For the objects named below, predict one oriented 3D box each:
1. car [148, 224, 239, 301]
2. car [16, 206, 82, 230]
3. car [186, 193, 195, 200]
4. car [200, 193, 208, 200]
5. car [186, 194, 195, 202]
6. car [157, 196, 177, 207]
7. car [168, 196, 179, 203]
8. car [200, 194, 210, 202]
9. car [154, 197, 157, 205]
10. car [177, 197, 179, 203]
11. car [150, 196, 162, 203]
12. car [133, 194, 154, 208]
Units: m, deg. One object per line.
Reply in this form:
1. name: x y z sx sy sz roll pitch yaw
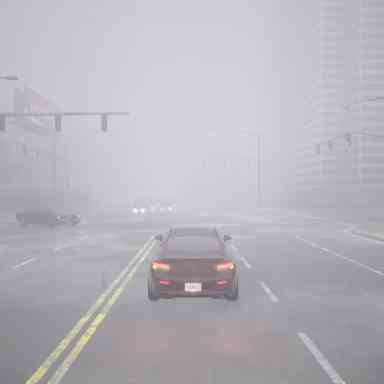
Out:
1. car: 0.028 1.526 8.212 1.812 1.442 4.674 0 0 0
2. car: -9.255 1.601 21.486 4.718 1.301 1.895 0 0 34
3. car: -0.392 1.184 88.293 2.097 1.767 4.553 0 0 0
4. car: 3.108 1.184 88.309 2.097 1.767 4.553 0 0 0
5. car: -0.347 1.584 78.388 1.895 1.301 4.718 0 0 0
6. car: -3.819 1.564 51.059 1.994 1.385 4.181 0 0 0
7. car: -3.809 1.553 69.846 1.994 1.385 4.181 0 0 0
8. car: 3.154 1.515 78.021 2.128 1.511 4.902 0 0 0
9. car: -7.338 1.601 57.721 1.895 1.301 4.718 0 0 0
10. car: -3.839 1.526 59.836 1.812 1.442 4.674 0 0 0
11. car: -7.310 1.601 68.021 1.895 1.301 4.718 0 0 0
12. car: -7.310 1.491 48.450 2.128 1.511 4.902 0 0 0
